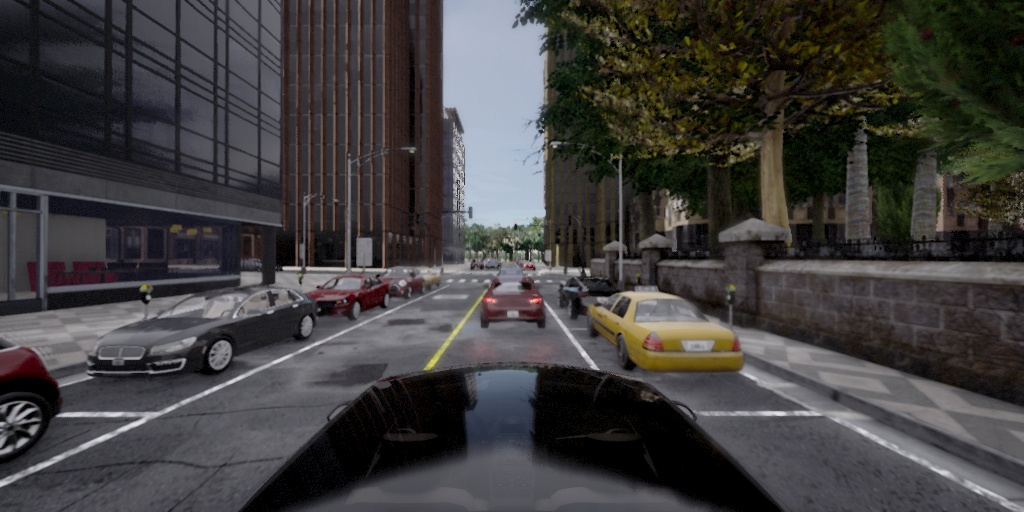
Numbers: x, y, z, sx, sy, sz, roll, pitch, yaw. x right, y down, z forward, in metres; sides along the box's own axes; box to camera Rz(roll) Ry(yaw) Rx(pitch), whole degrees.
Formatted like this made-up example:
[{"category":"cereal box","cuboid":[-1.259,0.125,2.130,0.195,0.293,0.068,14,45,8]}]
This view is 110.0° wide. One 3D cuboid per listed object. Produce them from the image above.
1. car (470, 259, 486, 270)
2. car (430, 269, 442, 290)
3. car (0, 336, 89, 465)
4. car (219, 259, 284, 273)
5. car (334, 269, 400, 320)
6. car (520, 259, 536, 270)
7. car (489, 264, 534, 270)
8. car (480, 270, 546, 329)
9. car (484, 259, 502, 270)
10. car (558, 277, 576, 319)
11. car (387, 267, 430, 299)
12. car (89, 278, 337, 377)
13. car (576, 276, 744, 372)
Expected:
[{"category":"car","cuboid":[-5.906,1.407,61.211,2.192,1.841,5.009,0,0,0]},{"category":"car","cuboid":[-5.813,1.399,23.634,1.751,1.417,4.829,0,0,0]},{"category":"car","cuboid":[-5.759,1.191,1.976,1.967,1.591,4.097,0,0,0]},{"category":"car","cuboid":[-25.546,1.016,35.206,5.357,1.411,2.033,1,0,0]},{"category":"car","cuboid":[-5.786,1.357,12.890,1.888,1.381,4.507,0,0,0]},{"category":"car","cuboid":[2.632,1.499,55.794,1.967,1.591,4.097,0,0,0]},{"category":"car","cuboid":[-0.044,1.405,20.989,2.033,1.411,5.357,0,0,0]},{"category":"car","cuboid":[0.032,1.329,11.427,1.812,1.442,4.674,0,0,0]},{"category":"car","cuboid":[-3.213,1.651,60.284,1.994,1.385,4.181,0,0,0]},{"category":"car","cuboid":[2.739,1.378,12.913,1.948,1.339,4.313,0,0,0]},{"category":"car","cuboid":[-5.800,1.282,18.347,1.967,1.591,4.097,0,0,0]},{"category":"car","cuboid":[-5.772,1.332,7.433,2.007,1.370,4.403,0,0,0]},{"category":"car","cuboid":[2.752,1.307,7.627,1.751,1.417,4.829,0,0,0]}]
